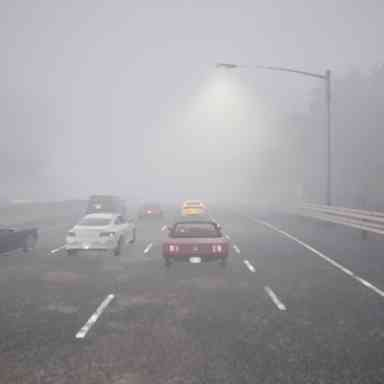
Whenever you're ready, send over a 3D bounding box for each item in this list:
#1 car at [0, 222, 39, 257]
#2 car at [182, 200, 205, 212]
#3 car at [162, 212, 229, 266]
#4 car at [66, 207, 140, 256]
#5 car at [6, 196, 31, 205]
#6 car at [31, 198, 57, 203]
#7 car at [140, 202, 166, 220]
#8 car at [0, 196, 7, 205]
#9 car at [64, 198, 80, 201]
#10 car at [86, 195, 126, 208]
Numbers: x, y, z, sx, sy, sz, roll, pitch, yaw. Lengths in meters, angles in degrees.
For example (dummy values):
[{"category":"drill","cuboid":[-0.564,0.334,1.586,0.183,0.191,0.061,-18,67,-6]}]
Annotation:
[{"category":"car","cuboid":[-6.900,1.601,10.846,1.895,1.301,4.718,0,0,0]},{"category":"car","cuboid":[0.098,1.489,29.609,1.882,1.535,5.008,0,0,0]},{"category":"car","cuboid":[0.100,1.602,11.490,1.895,1.301,4.718,0,0,0]},{"category":"car","cuboid":[-3.401,1.527,13.020,1.812,1.442,4.674,0,0,0]},{"category":"car","cuboid":[-24.566,1.510,48.791,1.882,1.535,5.008,0,0,0]},{"category":"car","cuboid":[-21.069,1.558,48.537,1.812,1.442,4.674,0,0,0]},{"category":"car","cuboid":[-3.403,1.575,28.671,1.994,1.385,4.181,0,0,0]},{"category":"car","cuboid":[-28.066,1.383,48.109,2.097,1.767,4.553,0,0,0]},{"category":"car","cuboid":[-17.569,1.558,48.922,1.812,1.442,4.674,0,0,0]},{"category":"car","cuboid":[-6.903,1.231,27.164,2.150,2.045,5.566,0,0,0]}]
